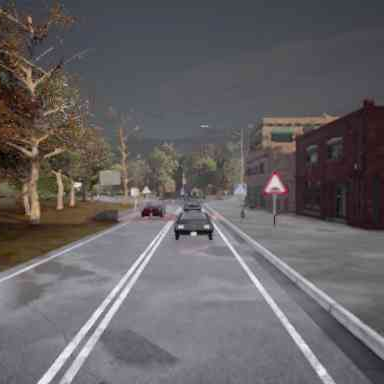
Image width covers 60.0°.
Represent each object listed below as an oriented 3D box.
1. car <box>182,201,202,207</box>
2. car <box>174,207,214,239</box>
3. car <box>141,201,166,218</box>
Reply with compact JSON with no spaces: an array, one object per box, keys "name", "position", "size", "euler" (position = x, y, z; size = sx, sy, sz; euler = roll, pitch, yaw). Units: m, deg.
[{"name":"car","position":[0.024,1.679,35.532],"size":[1.837,1.490,4.892],"euler":[0,0,0]},{"name":"car","position":[0.078,1.665,17.717],"size":[1.895,1.301,4.718],"euler":[0,0,0]},{"name":"car","position":[-3.402,1.497,29.817],"size":[1.895,1.301,4.718],"euler":[0,1,0]}]
